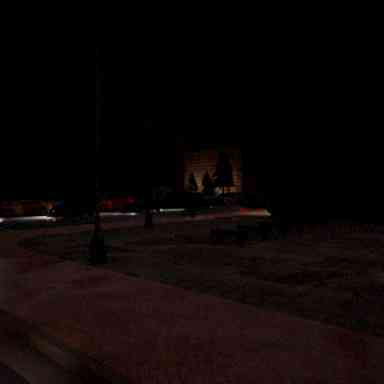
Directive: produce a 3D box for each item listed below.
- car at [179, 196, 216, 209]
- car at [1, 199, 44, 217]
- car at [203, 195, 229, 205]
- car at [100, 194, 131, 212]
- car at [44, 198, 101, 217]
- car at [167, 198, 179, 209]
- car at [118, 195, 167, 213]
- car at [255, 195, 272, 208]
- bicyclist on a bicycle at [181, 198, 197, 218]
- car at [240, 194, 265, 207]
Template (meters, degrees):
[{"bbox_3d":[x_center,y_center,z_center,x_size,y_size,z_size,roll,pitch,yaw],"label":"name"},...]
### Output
[{"bbox_3d":[0.836,1.601,45.816,1.895,1.301,4.718,0,0,40],"label":"car"},{"bbox_3d":[-15.875,1.478,31.427,1.882,1.535,5.008,0,0,40],"label":"car"},{"bbox_3d":[3.642,1.564,54.530,1.994,1.385,4.181,0,0,41],"label":"car"},{"bbox_3d":[-9.474,1.221,39.022,2.150,2.045,5.566,0,0,41],"label":"car"},{"bbox_3d":[-11.223,1.564,31.508,1.994,1.385,4.181,0,0,40],"label":"car"},{"bbox_3d":[-2.870,1.547,46.863,2.033,1.411,5.357,0,0,40],"label":"car"},{"bbox_3d":[-5.564,1.478,38.232,1.882,1.535,5.008,0,0,40],"label":"car"},{"bbox_3d":[11.473,1.488,47.298,2.128,1.511,4.902,0,0,40],"label":"car"},{"bbox_3d":[-0.259,1.301,26.703,1.656,1.620,0.582,0,0,40],"label":"bicyclist on a bicycle"},{"bbox_3d":[9.084,1.505,49.985,1.837,1.490,4.892,0,0,41],"label":"car"}]
